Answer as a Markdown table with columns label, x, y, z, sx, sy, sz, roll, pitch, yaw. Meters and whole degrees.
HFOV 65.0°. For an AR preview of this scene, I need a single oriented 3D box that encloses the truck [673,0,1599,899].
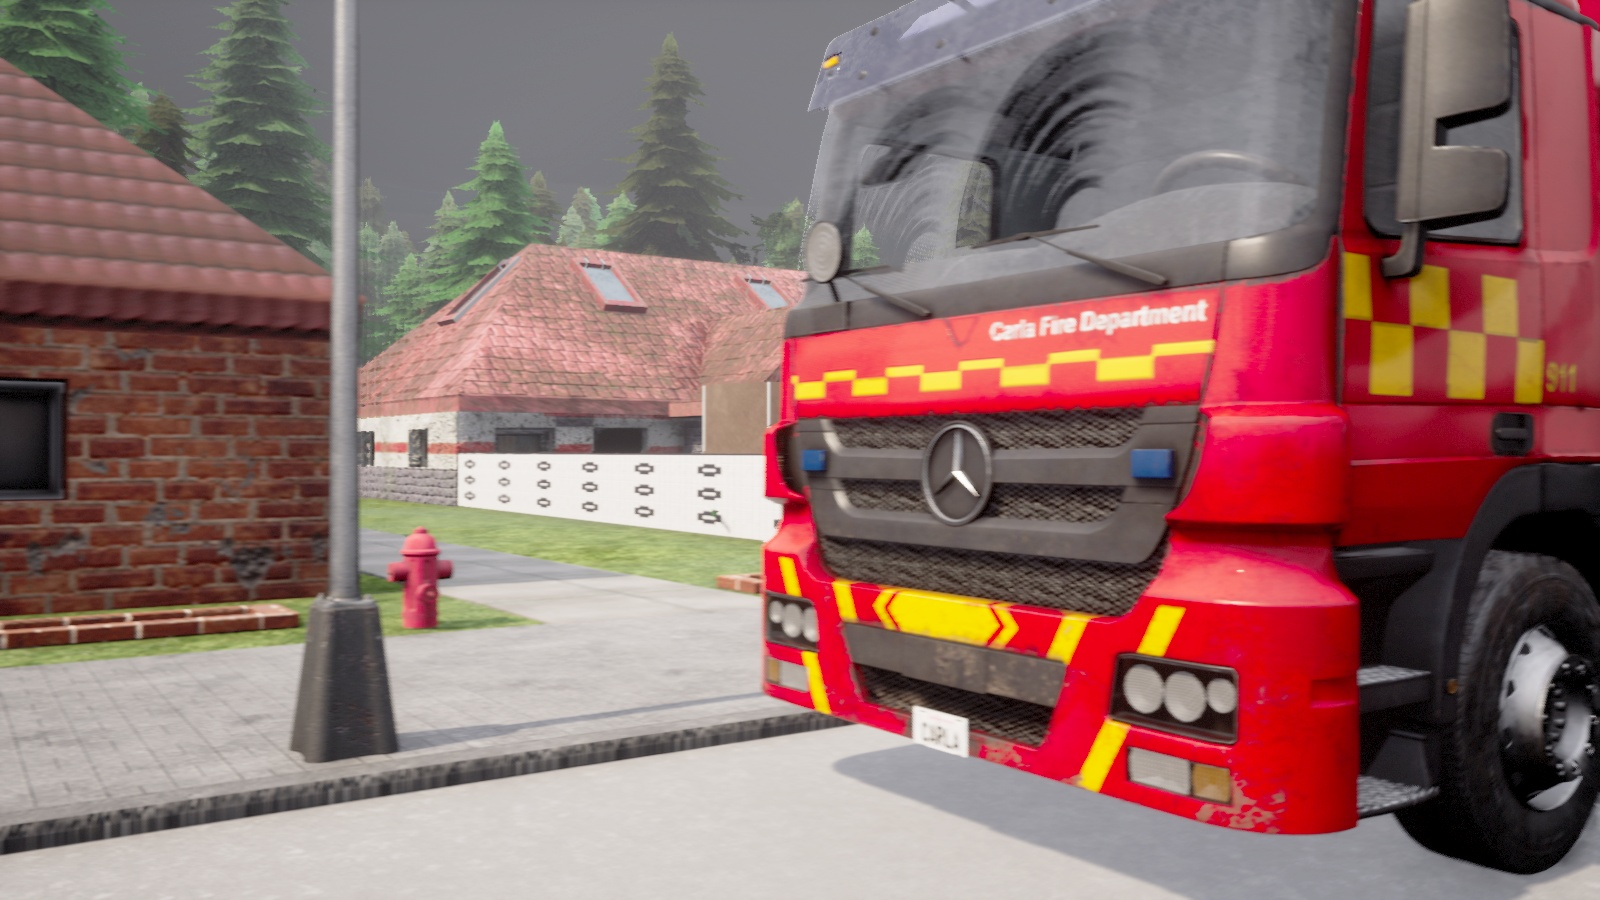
| label | x | y | z | sx | sy | sz | roll | pitch | yaw |
| --- | --- | --- | --- | --- | --- | --- | --- | --- | --- |
| truck | 3.729 | -0.410 | 6.868 | 8.468 | 3.827 | 2.891 | 0 | 0 | -35 |
